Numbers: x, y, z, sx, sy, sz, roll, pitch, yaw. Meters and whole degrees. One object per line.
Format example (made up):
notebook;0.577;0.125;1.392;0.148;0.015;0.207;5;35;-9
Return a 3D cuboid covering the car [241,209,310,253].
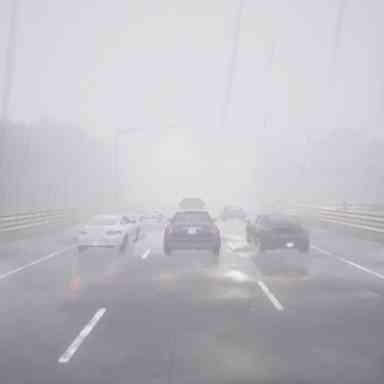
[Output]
car;3.507;1.643;14.305;1.837;1.490;4.892;0;0;0

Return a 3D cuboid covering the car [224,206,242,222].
car;3.506;1.867;29.110;1.895;1.301;4.718;0;0;0

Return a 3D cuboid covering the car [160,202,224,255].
car;0.005;1.482;14.084;2.097;1.767;4.553;0;-1;0

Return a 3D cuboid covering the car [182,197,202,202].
car;0.005;1.482;29.018;2.150;2.045;5.566;0;0;0

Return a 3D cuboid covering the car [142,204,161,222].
car;-3.490;1.794;29.383;1.812;1.442;4.674;0;0;0

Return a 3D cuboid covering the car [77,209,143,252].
car;-3.492;1.661;14.399;1.812;1.442;4.674;0;0;0
